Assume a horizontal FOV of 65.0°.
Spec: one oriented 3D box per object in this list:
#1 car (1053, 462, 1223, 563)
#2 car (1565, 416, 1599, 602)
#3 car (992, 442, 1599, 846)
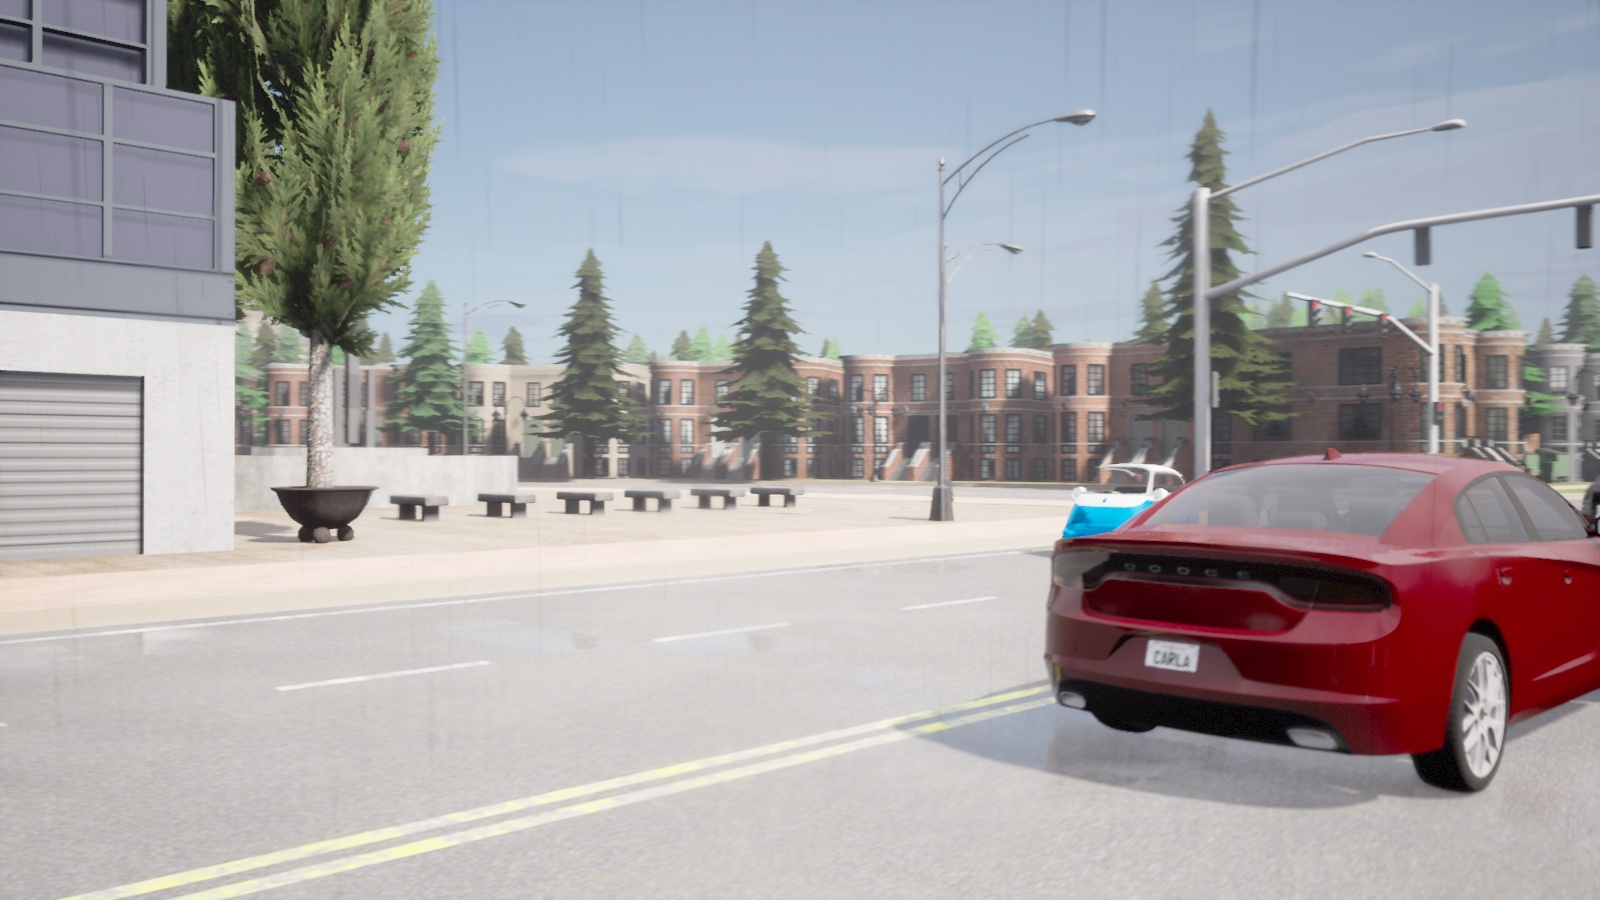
[{"bbox_3d":[4.964,0.864,18.398,2.207,1.376,1.481,1,-1,-44],"label":"car"},{"bbox_3d":[10.099,0.587,13.629,4.605,1.855,1.932,0,0,-44],"label":"car"},{"bbox_3d":[3.401,0.743,7.184,5.008,1.535,1.882,0,0,-44],"label":"car"}]
